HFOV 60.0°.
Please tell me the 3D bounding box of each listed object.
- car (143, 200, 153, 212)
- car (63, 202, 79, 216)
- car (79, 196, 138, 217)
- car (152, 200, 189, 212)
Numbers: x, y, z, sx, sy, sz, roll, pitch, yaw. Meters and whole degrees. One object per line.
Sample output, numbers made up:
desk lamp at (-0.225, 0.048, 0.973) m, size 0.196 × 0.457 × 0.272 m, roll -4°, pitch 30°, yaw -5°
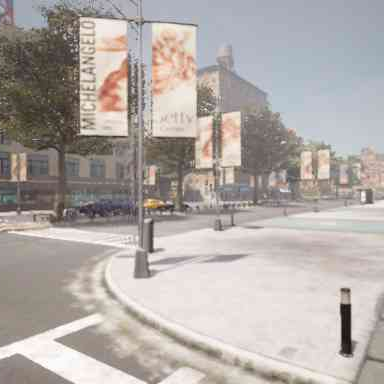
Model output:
car at (-5.766, 1.755, 44.383) m, size 1.882 × 1.535 × 5.008 m, roll -1°, pitch 0°, yaw 36°
car at (-11.683, 1.769, 36.041) m, size 2.128 × 1.511 × 4.902 m, roll -1°, pitch 0°, yaw 35°
car at (-8.460, 1.467, 34.555) m, size 2.150 × 2.045 × 5.566 m, roll -1°, pitch 0°, yaw 35°
car at (-2.530, 1.847, 42.894) m, size 1.895 × 1.301 × 4.718 m, roll -1°, pitch 0°, yaw 36°
